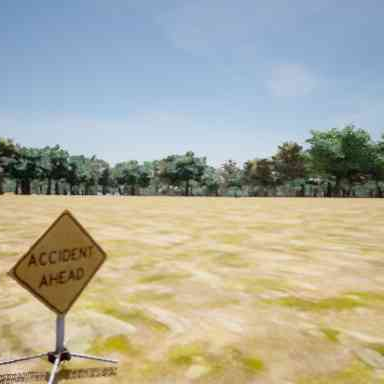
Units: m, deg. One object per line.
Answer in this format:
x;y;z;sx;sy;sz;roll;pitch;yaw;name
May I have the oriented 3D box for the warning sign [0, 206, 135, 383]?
-1.563;1.131;3.990;1.060;1.860;1.300;1;-1;36;warning sign
